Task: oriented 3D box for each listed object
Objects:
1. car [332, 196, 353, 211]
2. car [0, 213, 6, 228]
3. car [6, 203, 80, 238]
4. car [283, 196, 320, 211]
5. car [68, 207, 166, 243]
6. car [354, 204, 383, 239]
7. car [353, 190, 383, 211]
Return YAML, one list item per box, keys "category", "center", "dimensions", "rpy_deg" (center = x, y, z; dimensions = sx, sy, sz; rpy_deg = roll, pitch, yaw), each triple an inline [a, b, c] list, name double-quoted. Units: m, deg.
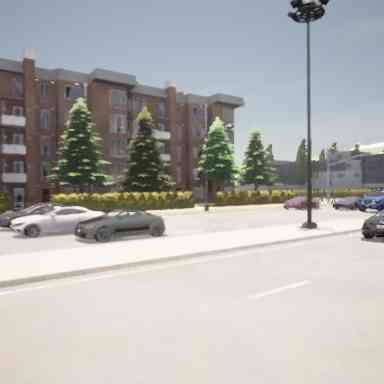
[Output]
- category: "car"
  center: [16.699, 1.141, 34.383]
  dimensions: [5.357, 1.411, 2.033]
  rpy_deg: [-1, 0, -36]
- category: "car"
  center: [-9.051, 1.438, 20.241]
  dimensions: [4.902, 1.511, 2.128]
  rpy_deg: [-1, 0, -35]
- category: "car"
  center: [-6.872, 1.470, 17.492]
  dimensions: [4.674, 1.442, 1.812]
  rpy_deg: [-1, 0, -35]
- category: "car"
  center: [11.629, 1.164, 35.043]
  dimensions: [4.674, 1.442, 1.812]
  rpy_deg: [-1, 0, -36]
- category: "car"
  center: [-3.310, 1.486, 15.731]
  dimensions: [4.181, 1.385, 1.994]
  rpy_deg: [-1, 1, -35]
- category: "car"
  center: [9.420, 1.368, 14.800]
  dimensions: [4.181, 1.385, 1.994]
  rpy_deg: [-1, 1, -35]
- category: "car"
  center: [17.561, 0.835, 30.687]
  dimensions: [5.566, 2.045, 2.150]
  rpy_deg: [-1, 0, -36]
